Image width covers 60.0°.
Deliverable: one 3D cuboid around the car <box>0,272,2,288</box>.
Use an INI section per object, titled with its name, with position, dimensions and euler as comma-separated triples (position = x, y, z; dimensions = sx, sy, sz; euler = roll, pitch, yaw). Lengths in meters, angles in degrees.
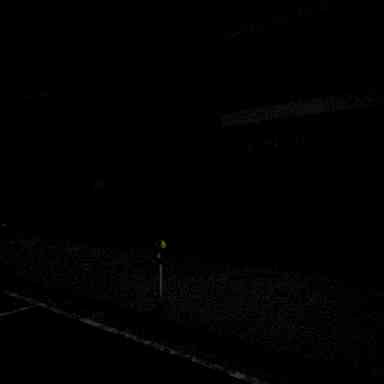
[car]
position = -6.073, 1.440, 7.412
dimensions = 4.097, 1.590, 1.967
euler = 0, 0, 36
